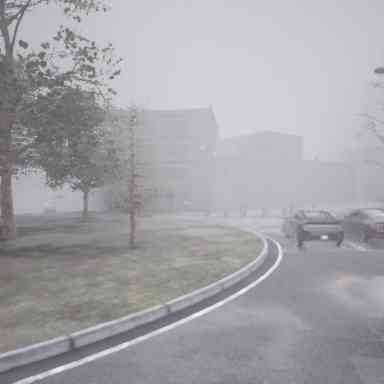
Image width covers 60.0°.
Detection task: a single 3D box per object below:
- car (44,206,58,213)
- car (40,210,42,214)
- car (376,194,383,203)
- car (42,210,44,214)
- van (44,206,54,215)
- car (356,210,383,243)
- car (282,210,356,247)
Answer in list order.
[{"bbox_3d":[-27.756,3.749,66.113,2.002,1.452,4.674,2,-5,-26],"label":"car"},{"bbox_3d":[-37.484,5.335,85.826,2.002,1.452,4.674,0,-4,-26],"label":"car"},{"bbox_3d":[34.255,1.016,58.460,4.892,1.490,1.837,-5,2,-37],"label":"car"},{"bbox_3d":[-30.194,4.134,71.025,2.163,1.488,4.792,0,-4,-26],"label":"car"},{"bbox_3d":[-32.677,4.283,76.061,1.878,1.987,4.442,0,-4,-26],"label":"van"},{"bbox_3d":[8.752,1.608,16.485,1.812,1.442,4.674,0,-1,4],"label":"car"},{"bbox_3d":[5.500,1.594,15.574,2.128,1.511,4.902,0,-1,6],"label":"car"}]
